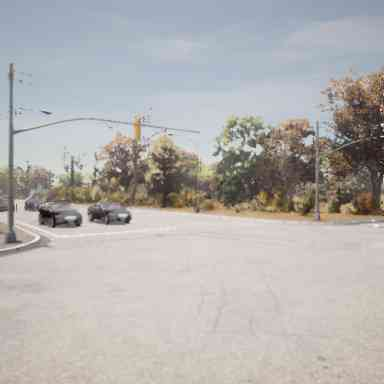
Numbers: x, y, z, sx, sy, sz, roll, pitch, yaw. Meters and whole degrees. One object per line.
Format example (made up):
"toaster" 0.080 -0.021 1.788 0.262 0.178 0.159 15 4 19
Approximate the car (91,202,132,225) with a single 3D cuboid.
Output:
"car" -6.111 1.506 24.447 2.128 1.511 4.902 0 0 -37

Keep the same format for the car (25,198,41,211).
"car" -19.005 1.527 40.673 2.128 1.511 4.902 0 0 -39

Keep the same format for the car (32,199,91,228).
"car" -8.878 1.498 22.308 2.128 1.511 4.902 0 0 -37

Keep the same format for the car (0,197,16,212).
"car" -22.141 1.382 38.988 2.097 1.767 4.553 0 0 -39
